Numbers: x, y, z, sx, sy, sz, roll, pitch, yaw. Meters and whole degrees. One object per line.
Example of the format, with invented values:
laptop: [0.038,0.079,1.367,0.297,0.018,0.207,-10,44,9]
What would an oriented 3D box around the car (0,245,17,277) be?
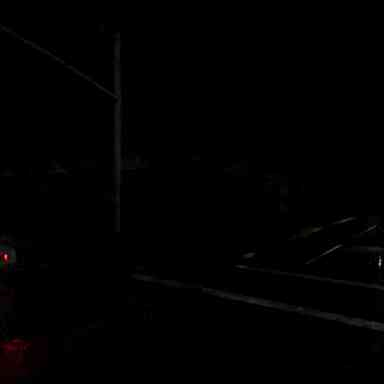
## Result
car: [-6.711,1.598,8.795,4.718,1.301,1.895,0,0,36]

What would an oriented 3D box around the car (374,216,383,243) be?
car: [9.680,1.466,15.217,1.837,1.490,4.892,0,0,35]
